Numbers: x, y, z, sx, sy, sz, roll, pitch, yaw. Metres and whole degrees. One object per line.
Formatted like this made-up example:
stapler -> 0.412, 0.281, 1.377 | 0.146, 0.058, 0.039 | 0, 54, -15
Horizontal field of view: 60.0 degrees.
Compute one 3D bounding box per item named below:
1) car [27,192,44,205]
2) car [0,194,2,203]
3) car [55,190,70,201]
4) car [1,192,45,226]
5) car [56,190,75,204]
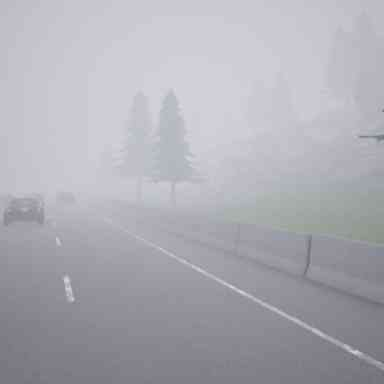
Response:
car -> -19.674, 0.741, 41.932 | 1.882, 1.535, 5.008 | 0, 1, -24
car -> -23.038, 0.841, 40.887 | 1.895, 1.301, 4.718 | 0, 1, -24
car -> -20.632, 0.471, 52.837 | 2.128, 1.511, 4.902 | 0, 2, -24
car -> -10.777, 1.088, 21.634 | 2.097, 1.767, 4.553 | 0, 1, -24
car -> -16.457, 0.630, 43.312 | 2.097, 1.767, 4.553 | 0, 1, -24
